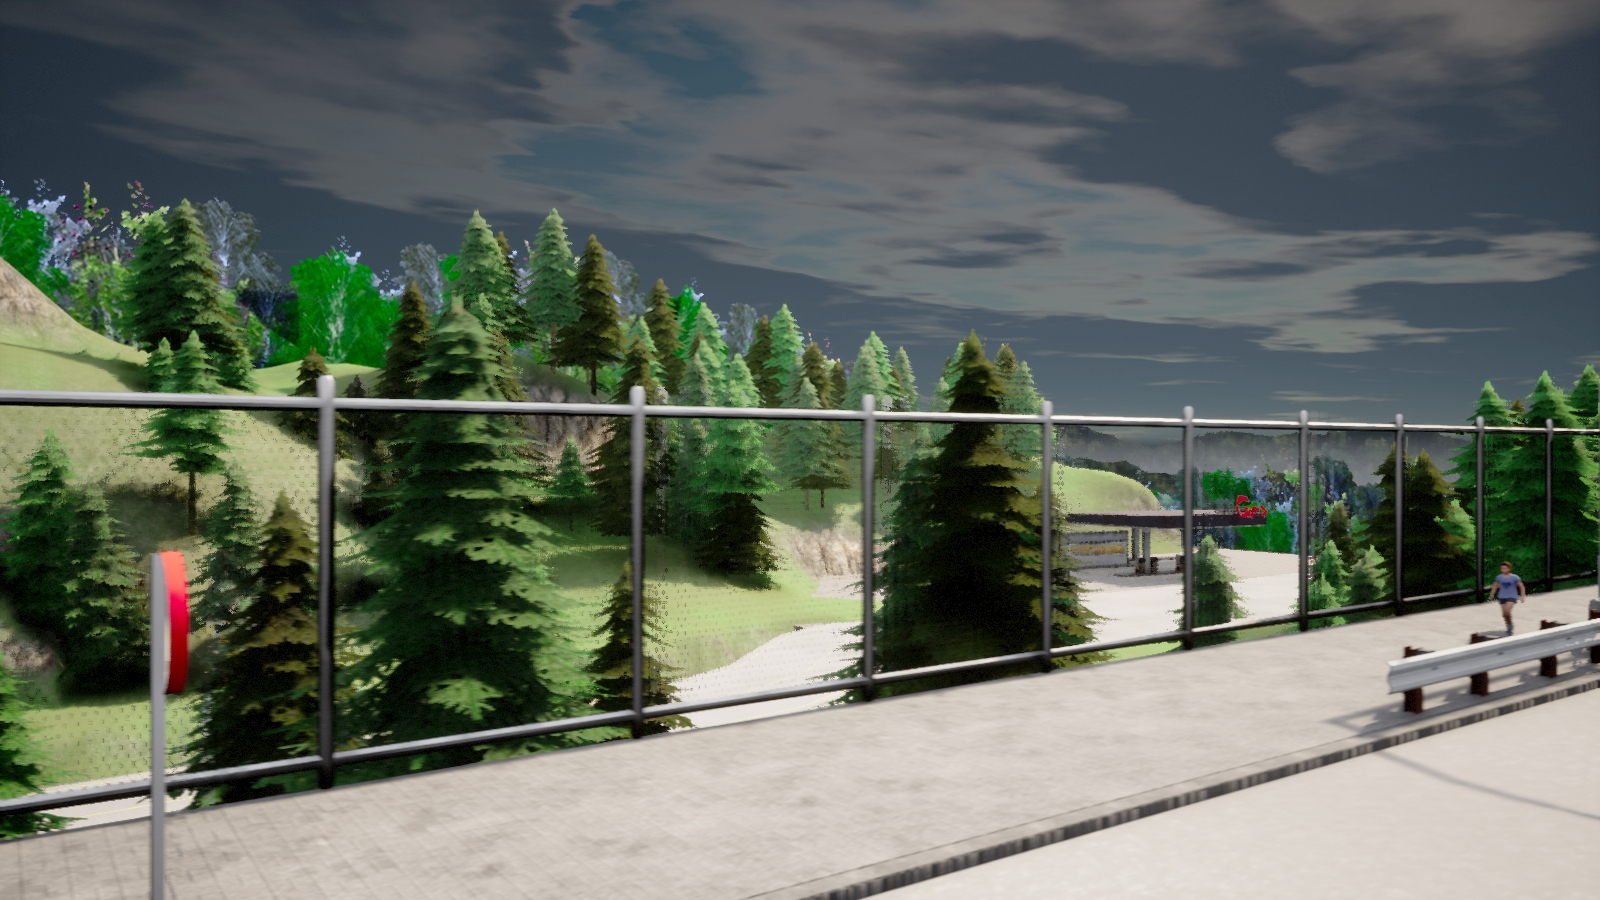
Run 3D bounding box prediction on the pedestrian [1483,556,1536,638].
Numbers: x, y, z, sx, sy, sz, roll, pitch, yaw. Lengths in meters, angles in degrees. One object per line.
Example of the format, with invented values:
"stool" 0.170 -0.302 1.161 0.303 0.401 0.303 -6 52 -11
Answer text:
"pedestrian" 10.340 2.132 16.647 0.500 1.100 0.500 0 0 -35
